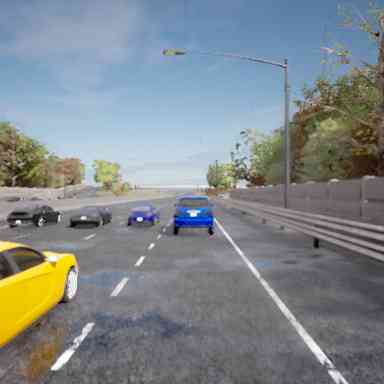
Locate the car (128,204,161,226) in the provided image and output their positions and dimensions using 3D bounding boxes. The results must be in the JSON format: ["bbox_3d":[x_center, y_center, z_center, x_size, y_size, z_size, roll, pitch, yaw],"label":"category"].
[{"bbox_3d":[-3.297,1.558,23.345,1.812,1.442,4.674,0,0,0],"label":"car"}]

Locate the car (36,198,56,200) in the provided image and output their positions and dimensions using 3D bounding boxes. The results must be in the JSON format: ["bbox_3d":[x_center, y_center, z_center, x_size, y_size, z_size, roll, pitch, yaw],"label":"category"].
[{"bbox_3d":[-24.260,1.718,57.157,1.895,1.301,4.718,0,0,1],"label":"car"}]

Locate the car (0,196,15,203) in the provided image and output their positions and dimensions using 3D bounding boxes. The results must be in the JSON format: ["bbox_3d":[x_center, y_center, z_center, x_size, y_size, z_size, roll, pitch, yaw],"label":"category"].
[{"bbox_3d":[-31.256,1.470,56.908,2.097,1.767,4.553,0,0,1],"label":"car"}]

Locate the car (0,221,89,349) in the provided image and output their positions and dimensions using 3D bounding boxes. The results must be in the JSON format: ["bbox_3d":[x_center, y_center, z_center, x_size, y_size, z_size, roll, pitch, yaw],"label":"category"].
[{"bbox_3d":[-3.373,1.485,5.170,1.882,1.535,5.008,0,0,0],"label":"car"}]

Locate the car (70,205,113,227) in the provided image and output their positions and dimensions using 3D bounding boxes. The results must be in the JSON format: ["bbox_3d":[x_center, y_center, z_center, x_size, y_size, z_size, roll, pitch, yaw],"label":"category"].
[{"bbox_3d":[-6.795,1.596,22.884,1.994,1.385,4.181,0,0,0],"label":"car"}]

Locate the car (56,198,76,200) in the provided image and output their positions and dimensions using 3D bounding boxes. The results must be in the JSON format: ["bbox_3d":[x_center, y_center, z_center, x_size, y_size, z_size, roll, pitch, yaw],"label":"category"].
[{"bbox_3d":[-20.776,1.715,56.561,1.895,1.301,4.718,0,0,1],"label":"car"}]

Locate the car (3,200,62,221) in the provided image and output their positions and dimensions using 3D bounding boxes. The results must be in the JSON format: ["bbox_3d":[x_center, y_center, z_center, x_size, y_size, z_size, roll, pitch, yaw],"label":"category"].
[{"bbox_3d":[-10.301,1.536,22.167,1.837,1.490,4.892,0,0,0],"label":"car"}]

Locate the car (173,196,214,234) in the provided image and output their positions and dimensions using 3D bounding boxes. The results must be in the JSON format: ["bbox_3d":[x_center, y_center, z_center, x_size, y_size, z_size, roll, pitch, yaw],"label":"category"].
[{"bbox_3d":[0.089,1.248,19.585,2.150,2.045,5.566,0,0,0],"label":"car"}]

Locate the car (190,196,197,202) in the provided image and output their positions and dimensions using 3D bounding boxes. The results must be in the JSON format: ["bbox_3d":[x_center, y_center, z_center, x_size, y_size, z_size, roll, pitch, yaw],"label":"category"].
[{"bbox_3d":[0.377,1.727,84.205,1.837,1.490,4.892,0,0,0],"label":"car"}]

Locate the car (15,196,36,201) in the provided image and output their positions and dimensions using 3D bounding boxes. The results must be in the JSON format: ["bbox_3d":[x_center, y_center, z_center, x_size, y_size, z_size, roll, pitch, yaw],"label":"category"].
[{"bbox_3d":[-27.759,1.642,56.999,1.812,1.442,4.674,0,0,1],"label":"car"}]
